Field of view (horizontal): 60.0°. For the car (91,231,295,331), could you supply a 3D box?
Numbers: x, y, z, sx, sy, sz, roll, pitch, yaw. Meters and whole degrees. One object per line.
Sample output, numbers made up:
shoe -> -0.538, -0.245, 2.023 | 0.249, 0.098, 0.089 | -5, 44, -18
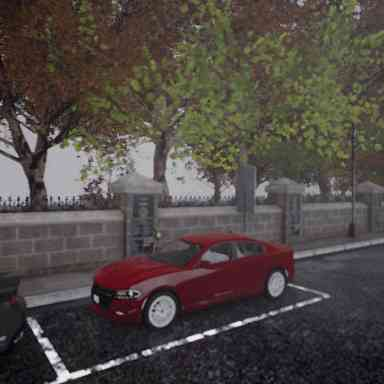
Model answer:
car -> 0.230, 1.545, 6.874 | 4.507, 1.381, 1.887 | 0, 0, -35

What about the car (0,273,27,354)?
car -> -4.254, 1.551, 3.621 | 4.403, 1.369, 2.008 | 0, 0, -35
